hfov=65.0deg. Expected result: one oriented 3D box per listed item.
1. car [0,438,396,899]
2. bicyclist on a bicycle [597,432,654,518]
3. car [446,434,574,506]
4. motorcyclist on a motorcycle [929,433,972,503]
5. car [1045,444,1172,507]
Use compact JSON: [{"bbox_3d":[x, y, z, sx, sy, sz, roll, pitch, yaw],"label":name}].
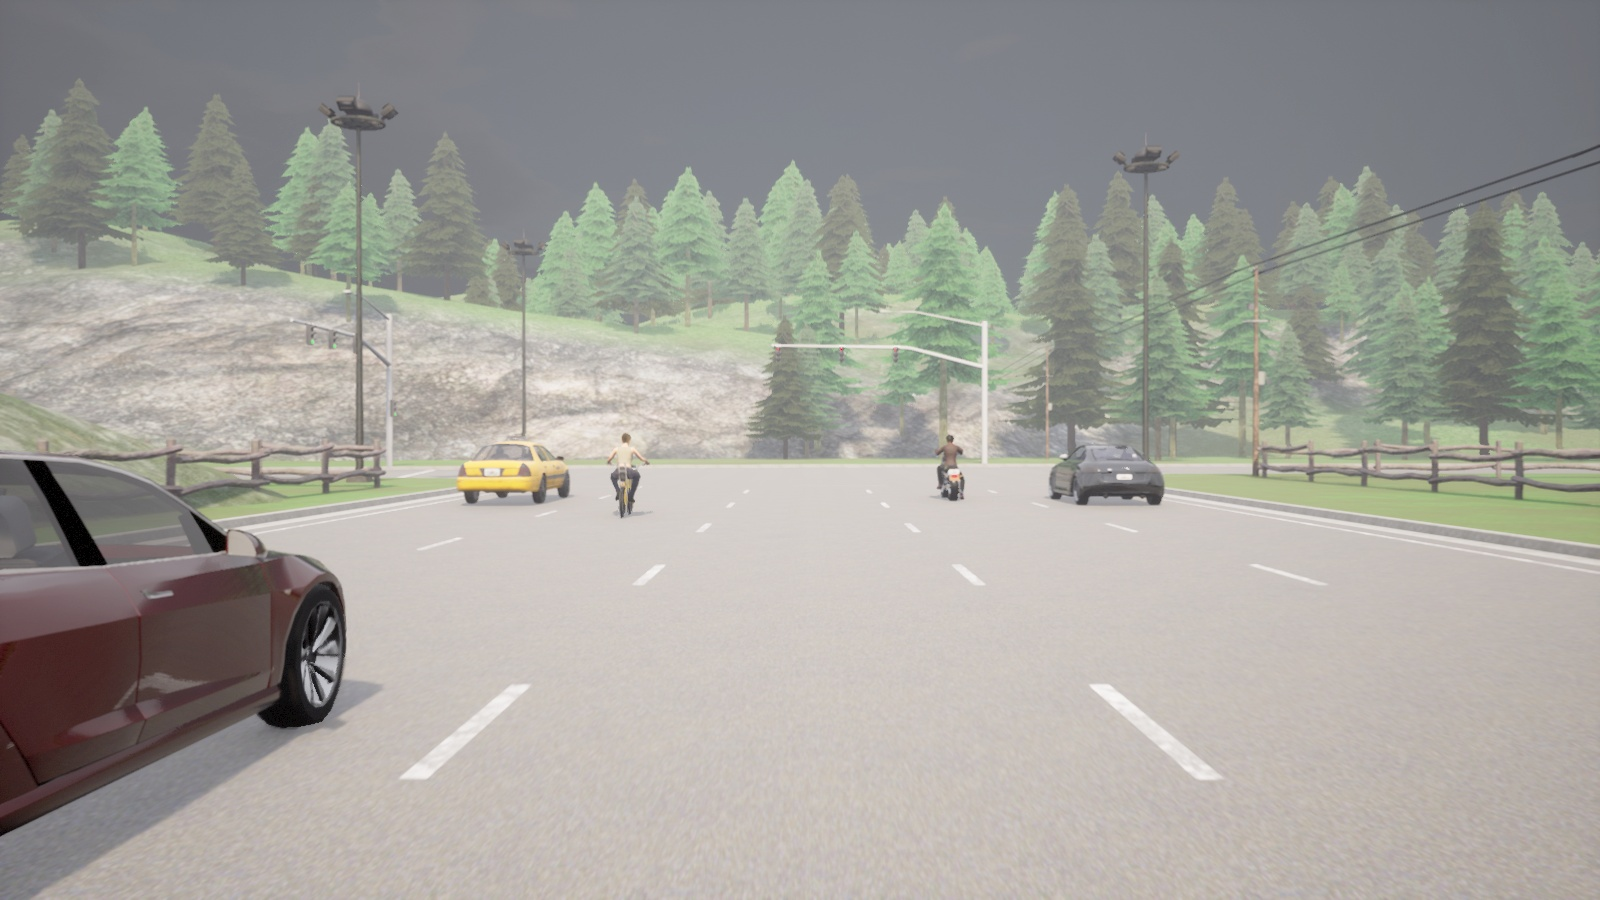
[{"bbox_3d":[-3.457,0.699,4.942,2.163,1.488,4.792,0,1,0],"label":"car"},{"bbox_3d":[-3.352,0.463,24.230,0.866,1.612,1.509,0,1,1],"label":"bicyclist on a bicycle"},{"bbox_3d":[-6.815,0.410,30.132,1.801,1.575,5.366,0,1,0],"label":"car"},{"bbox_3d":[3.690,0.423,30.955,0.766,1.649,2.350,0,0,0],"label":"motorcyclist on a motorcycle"},{"bbox_3d":[7.183,0.551,29.673,1.994,1.385,4.181,0,1,0],"label":"car"}]
